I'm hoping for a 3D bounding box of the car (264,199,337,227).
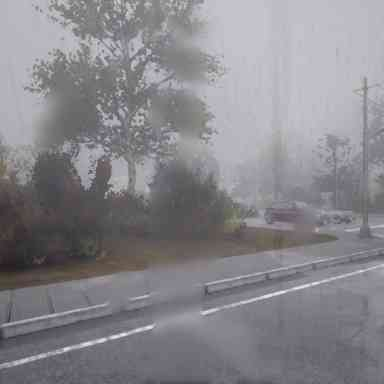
[{"bbox_3d":[7.389,1.426,23.637,2.097,1.767,4.553,0,-1,-38],"label":"car"}]

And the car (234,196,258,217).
[{"bbox_3d":[3.944,1.430,33.373,2.150,2.045,5.566,0,-1,-41],"label":"car"}]

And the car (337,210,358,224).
[{"bbox_3d":[10.182,1.675,25.840,1.895,1.301,4.718,0,-1,-39],"label":"car"}]
